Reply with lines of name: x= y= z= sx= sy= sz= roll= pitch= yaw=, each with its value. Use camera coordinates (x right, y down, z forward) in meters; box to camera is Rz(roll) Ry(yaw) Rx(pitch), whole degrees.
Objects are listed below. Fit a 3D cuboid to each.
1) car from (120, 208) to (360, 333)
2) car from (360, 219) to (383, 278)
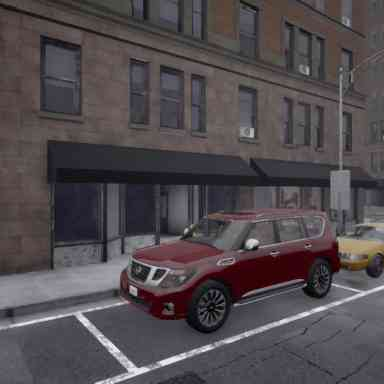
car: x=1.077 y=1.315 z=6.963 sx=5.009 sy=1.841 sz=2.192 roll=0 pitch=0 yaw=-35
car: x=5.564 y=1.525 z=10.157 sx=4.829 sy=1.417 sz=1.752 roll=0 pitch=0 yaw=-35
